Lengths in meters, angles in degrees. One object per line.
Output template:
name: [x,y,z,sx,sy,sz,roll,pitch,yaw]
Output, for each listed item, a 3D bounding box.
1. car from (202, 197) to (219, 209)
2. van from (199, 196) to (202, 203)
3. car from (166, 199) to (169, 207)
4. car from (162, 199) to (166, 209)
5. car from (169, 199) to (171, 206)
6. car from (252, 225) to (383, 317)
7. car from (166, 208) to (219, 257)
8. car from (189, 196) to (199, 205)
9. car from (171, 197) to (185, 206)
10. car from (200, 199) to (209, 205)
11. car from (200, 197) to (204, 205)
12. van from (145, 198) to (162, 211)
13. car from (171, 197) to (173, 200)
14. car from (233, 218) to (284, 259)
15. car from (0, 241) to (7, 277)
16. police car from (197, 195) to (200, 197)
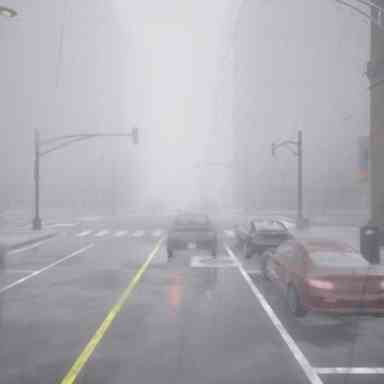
car: [2.821,1.901,47.566,1.967,1.590,4.097,0,-1,0]
van: [2.927,2.021,70.243,1.690,1.788,3.998,0,-1,0]
car: [-5.651,2.137,58.939,1.947,1.339,4.313,0,-1,0]
car: [-5.678,1.956,53.272,1.967,1.590,4.097,0,-1,0]
car: [-5.625,2.208,64.607,1.802,1.307,4.206,0,-1,0]
car: [2.669,1.653,7.323,1.802,1.307,4.206,0,-1,0]
car: [0.029,1.624,13.511,2.128,1.511,4.902,0,0,1]
car: [0.297,2.269,77.969,1.812,1.442,4.674,0,-1,0]
car: [-2.740,2.275,70.264,1.895,1.301,4.718,0,-1,0]
car: [2.981,2.337,81.579,2.008,1.369,4.403,0,-1,0]
car: [2.874,2.011,58.904,1.967,1.590,4.097,0,-1,0]
van: [-5.705,1.802,47.605,1.690,1.788,3.998,0,-1,0]
car: [-5.598,2.246,70.275,1.947,1.339,4.313,0,-1,0]
car: [2.670,1.676,12.917,2.008,1.369,4.403,0,-1,0]
car: [-5.857,1.622,7.320,2.008,1.369,4.403,0,-1,0]
police car: [2.736,2.323,93.670,1.930,1.638,5.238,0,-1,0]
